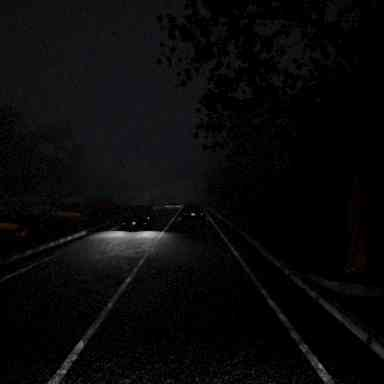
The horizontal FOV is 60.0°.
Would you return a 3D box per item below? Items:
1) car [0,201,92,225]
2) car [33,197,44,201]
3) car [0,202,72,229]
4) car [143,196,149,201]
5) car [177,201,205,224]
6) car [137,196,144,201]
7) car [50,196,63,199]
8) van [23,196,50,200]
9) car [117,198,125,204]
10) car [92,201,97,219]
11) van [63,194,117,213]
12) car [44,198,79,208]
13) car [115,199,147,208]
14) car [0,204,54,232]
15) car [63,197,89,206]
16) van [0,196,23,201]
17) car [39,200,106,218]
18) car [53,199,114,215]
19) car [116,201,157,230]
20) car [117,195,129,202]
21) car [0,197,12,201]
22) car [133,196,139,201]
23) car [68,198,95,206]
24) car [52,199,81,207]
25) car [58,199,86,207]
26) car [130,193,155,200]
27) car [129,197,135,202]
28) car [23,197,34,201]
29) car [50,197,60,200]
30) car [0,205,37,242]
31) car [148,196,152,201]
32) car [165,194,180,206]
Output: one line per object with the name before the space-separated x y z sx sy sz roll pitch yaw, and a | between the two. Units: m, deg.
car | -10.102 1.580 22.982 5.366 1.575 1.946 0 0 0
car | -23.375 1.769 45.118 4.792 1.488 2.163 0 -1 0
car | -10.296 1.567 20.207 4.892 1.521 2.231 0 0 0
car | -10.073 1.854 53.509 5.366 1.575 1.946 0 -1 0
car | 0.076 1.650 26.042 2.033 1.411 5.357 0 0 0
car | -10.079 1.772 47.836 5.366 1.575 1.946 0 -1 0
car | -23.367 1.605 53.556 5.566 2.045 2.435 0 -1 0
van | -23.460 1.549 47.893 4.442 1.987 1.878 0 -1 0
car | -10.304 1.698 36.864 4.792 1.488 2.163 0 0 0
car | -10.255 1.629 25.758 4.792 1.488 2.163 0 0 0
van | -10.394 1.426 34.089 4.442 1.987 1.878 0 0 0
car | -23.148 1.936 59.091 5.366 1.575 1.946 0 -1 0
car | -10.262 1.900 56.284 4.892 1.521 2.231 0 -1 0
car | -10.286 1.549 17.430 4.892 1.521 2.231 0 0 0
car | -23.357 1.935 67.278 4.553 1.767 2.185 0 -1 0
van | -23.243 1.462 39.729 4.442 1.987 1.878 0 0 0
car | -10.253 1.647 28.535 4.792 1.488 2.163 0 0 0
car | -10.250 1.664 31.311 4.792 1.488 2.163 0 0 0
car | -3.366 1.578 21.726 1.837 1.490 4.892 0 -1 0
car | -10.303 1.563 39.638 4.553 1.767 2.185 0 0 0
car | -23.359 1.668 36.942 5.008 1.535 2.097 0 0 0
car | -10.452 1.738 45.184 5.366 1.575 1.946 0 -1 0
car | -23.318 2.102 70.047 5.008 1.535 2.097 0 -1 0
car | -23.328 2.020 61.861 4.674 1.452 2.002 0 -1 0
car | -23.299 2.051 64.631 4.792 1.488 2.163 0 -1 0
car | -10.279 1.730 61.840 5.566 2.045 2.435 0 -1 0
car | -10.263 1.713 42.416 4.892 1.521 2.231 0 -1 0
car | -23.378 1.741 42.479 4.792 1.488 2.163 0 0 0
car | -23.313 1.845 50.783 4.792 1.488 2.163 0 -1 0
car | -10.110 1.528 14.654 5.366 1.575 1.946 0 0 0
car | -10.439 1.937 59.061 5.366 1.575 1.946 0 -1 0
car | -3.442 1.785 63.910 2.097 1.767 4.553 0 -1 0
